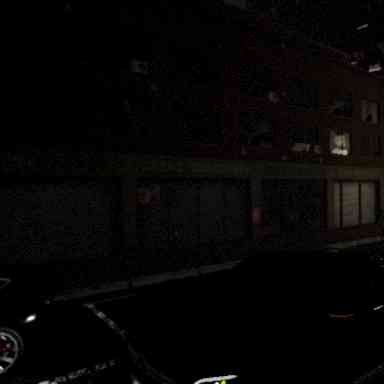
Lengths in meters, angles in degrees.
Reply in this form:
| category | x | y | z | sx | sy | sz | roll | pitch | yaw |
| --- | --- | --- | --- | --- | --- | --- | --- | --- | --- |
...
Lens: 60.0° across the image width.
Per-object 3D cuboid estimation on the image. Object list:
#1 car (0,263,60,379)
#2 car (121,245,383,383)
| category | x | y | z | sx | sy | sz | roll | pitch | yaw |
| --- | --- | --- | --- | --- | --- | --- | --- | --- | --- |
| car | -3.825 | 1.572 | 3.840 | 4.313 | 1.339 | 1.947 | 0 | 0 | -35 |
| car | 1.411 | 1.503 | 4.368 | 4.674 | 1.442 | 1.812 | 0 | 0 | -35 |
